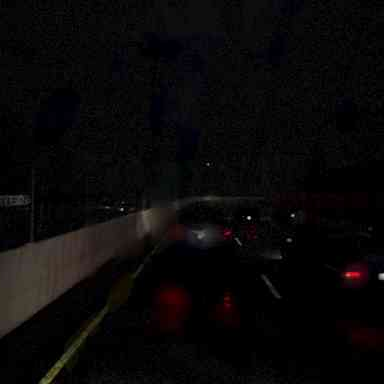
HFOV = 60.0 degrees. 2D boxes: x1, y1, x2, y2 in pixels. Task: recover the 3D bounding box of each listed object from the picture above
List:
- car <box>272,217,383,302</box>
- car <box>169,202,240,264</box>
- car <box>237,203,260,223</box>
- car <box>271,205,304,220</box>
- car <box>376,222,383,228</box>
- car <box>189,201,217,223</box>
[{"bbox_3d":[3.757,1.654,8.773,2.033,1.411,5.357,1,0,2],"label":"car"},{"bbox_3d":[0.405,1.395,12.296,2.097,1.767,4.553,1,0,2],"label":"car"},{"bbox_3d":[4.426,1.680,27.528,1.837,1.490,4.892,1,0,2],"label":"car"},{"bbox_3d":[7.945,1.815,27.941,1.994,1.385,4.181,1,0,2],"label":"car"},{"bbox_3d":[7.370,1.669,11.367,1.882,1.535,5.008,1,-1,2],"label":"car"},{"bbox_3d":[0.928,1.591,27.598,2.128,1.511,4.902,1,0,2],"label":"car"}]
